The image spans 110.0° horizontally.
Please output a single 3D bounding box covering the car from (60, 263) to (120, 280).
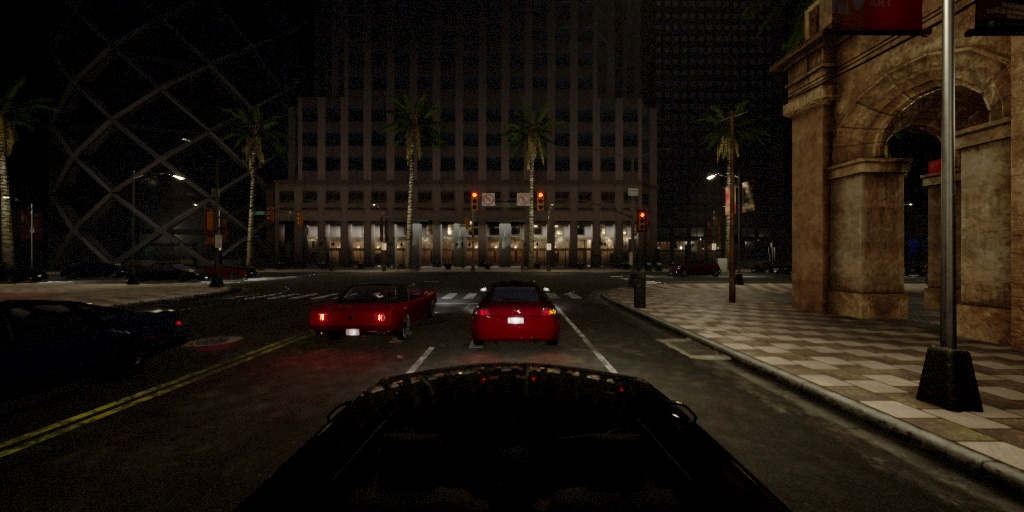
[{"bbox_3d":[-35.158,1.276,30.594,4.674,1.442,1.812,0,0,-12],"label":"car"}]

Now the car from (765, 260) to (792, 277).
[{"bbox_3d":[28.192,1.241,35.035,4.902,1.511,2.128,0,0,0],"label":"car"}]

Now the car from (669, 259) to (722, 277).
[{"bbox_3d":[17.817,1.102,35.066,4.553,1.767,2.097,0,0,0],"label":"car"}]

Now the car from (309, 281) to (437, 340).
[{"bbox_3d":[-3.417,1.351,9.939,1.895,1.301,4.718,0,0,0],"label":"car"}]

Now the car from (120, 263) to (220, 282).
[{"bbox_3d":[-26.483,1.298,27.892,5.357,1.411,2.033,0,0,-1],"label":"car"}]

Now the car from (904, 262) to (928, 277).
[{"bbox_3d":[40.898,1.297,34.979,5.357,1.411,2.033,0,0,0],"label":"car"}]

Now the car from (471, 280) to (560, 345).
[{"bbox_3d":[0.082,1.314,9.476,1.994,1.385,4.181,0,0,0],"label":"car"}]

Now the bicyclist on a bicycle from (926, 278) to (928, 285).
[{"bbox_3d":[24.678,1.051,20.563,0.582,1.620,1.656,0,0,0],"label":"bicyclist on a bicycle"}]

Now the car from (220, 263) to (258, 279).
[{"bbox_3d":[-24.775,1.314,31.336,4.181,1.385,1.994,0,0,-2],"label":"car"}]

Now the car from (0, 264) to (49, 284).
[{"bbox_3d":[-37.549,1.314,26.431,4.181,1.385,1.994,0,0,-19],"label":"car"}]

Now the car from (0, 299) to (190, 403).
[{"bbox_3d":[-7.109,1.297,4.447,2.033,1.411,5.357,0,0,0],"label":"car"}]
